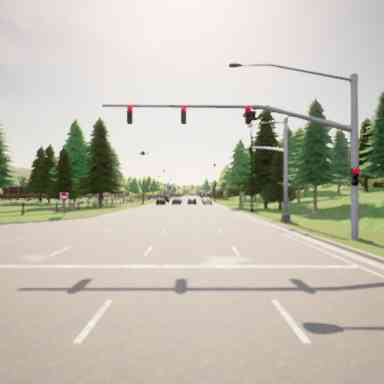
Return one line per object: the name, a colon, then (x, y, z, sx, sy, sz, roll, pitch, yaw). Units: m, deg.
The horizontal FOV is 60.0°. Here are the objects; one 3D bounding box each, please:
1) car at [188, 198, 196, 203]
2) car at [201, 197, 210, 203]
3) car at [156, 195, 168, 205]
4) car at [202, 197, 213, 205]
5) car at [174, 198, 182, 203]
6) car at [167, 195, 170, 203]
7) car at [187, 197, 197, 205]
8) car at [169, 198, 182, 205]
car: (0.018, 2.125, 85.127, 1.994, 1.385, 4.181, 0, 0, 0)
car: (3.518, 2.097, 85.127, 2.128, 1.511, 4.902, 0, 0, 0)
car: (-6.984, 2.119, 74.708, 1.882, 1.535, 5.008, 0, 0, 0)
car: (3.516, 2.169, 75.122, 1.812, 1.442, 4.674, 0, 0, 0)
car: (-3.482, 2.168, 85.158, 1.895, 1.301, 4.718, 0, 0, 0)
car: (-6.982, 1.798, 85.162, 2.150, 2.045, 5.566, 0, 0, 0)
car: (0.016, 1.999, 75.061, 2.097, 1.767, 4.553, 0, 0, 0)
car: (-3.484, 2.141, 74.707, 1.837, 1.490, 4.892, 0, 0, 0)
